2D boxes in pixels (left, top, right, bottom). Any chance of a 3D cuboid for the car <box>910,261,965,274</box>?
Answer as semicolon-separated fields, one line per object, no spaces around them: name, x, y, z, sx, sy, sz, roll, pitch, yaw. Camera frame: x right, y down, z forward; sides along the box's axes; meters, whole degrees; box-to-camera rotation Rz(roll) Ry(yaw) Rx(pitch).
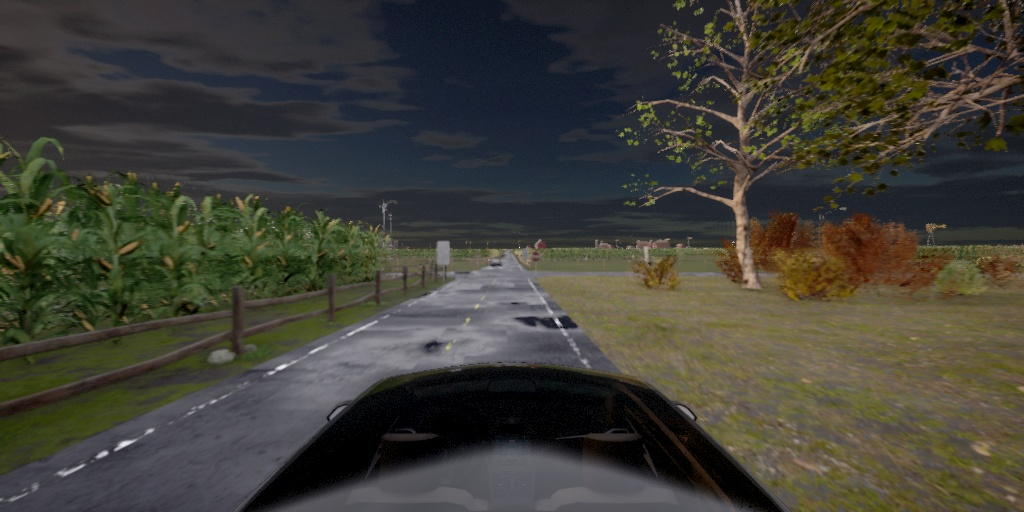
car;49.101;1.331;41.434;4.902;1.511;2.128;0;0;0

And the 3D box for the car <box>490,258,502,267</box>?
car;-2.745;1.147;61.235;1.882;1.535;5.008;0;2;0
